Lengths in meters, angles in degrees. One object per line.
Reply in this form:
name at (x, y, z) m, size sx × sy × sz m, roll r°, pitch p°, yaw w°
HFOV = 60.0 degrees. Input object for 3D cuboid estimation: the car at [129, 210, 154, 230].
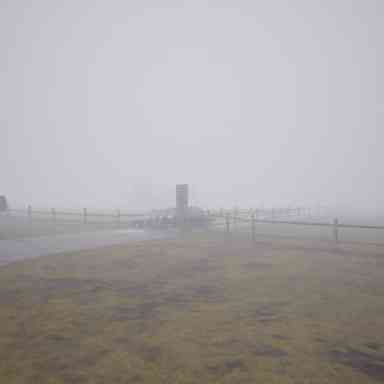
car at (-2.339, 2.033, 25.505) m, size 2.033 × 1.411 × 5.357 m, roll -1°, pitch -2°, yaw 35°

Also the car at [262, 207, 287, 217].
car at (11.038, 2.596, 44.311) m, size 1.895 × 1.301 × 4.718 m, roll -1°, pitch -2°, yaw 36°

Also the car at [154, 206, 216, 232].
car at (-0.204, 1.773, 23.460) m, size 2.097 × 1.767 × 4.553 m, roll -1°, pitch -2°, yaw 35°
